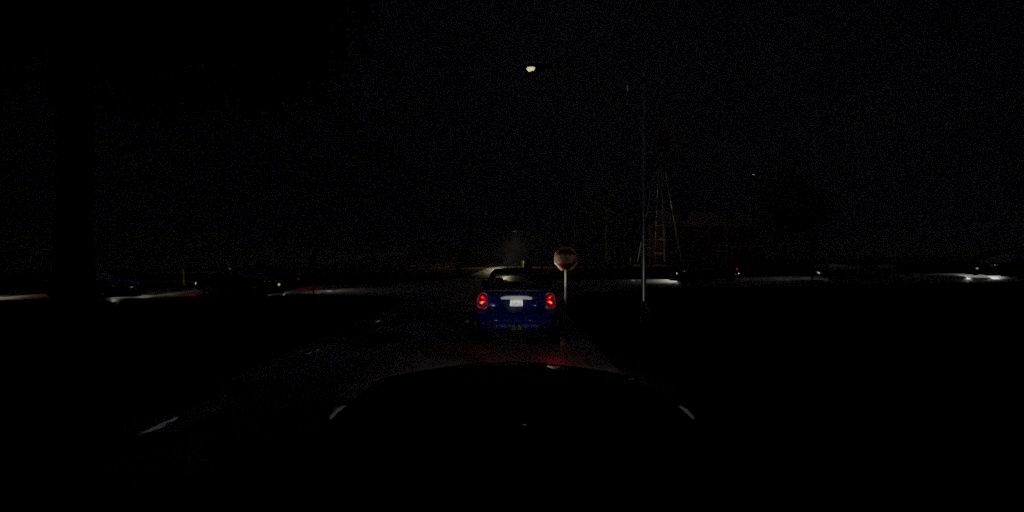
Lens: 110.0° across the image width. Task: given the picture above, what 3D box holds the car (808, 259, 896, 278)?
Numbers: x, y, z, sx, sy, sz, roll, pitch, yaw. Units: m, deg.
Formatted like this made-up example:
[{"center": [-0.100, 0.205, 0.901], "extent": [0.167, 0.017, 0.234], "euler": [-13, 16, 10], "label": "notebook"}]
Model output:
[{"center": [24.064, 0.861, 25.525], "extent": [4.718, 1.301, 1.895], "euler": [-1, 1, 0], "label": "car"}]

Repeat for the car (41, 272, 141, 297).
[{"center": [-26.753, 1.762, 22.878], "extent": [5.008, 1.535, 1.882], "euler": [-1, 1, 1], "label": "car"}]

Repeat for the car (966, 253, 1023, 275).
[{"center": [35.357, 0.554, 25.439], "extent": [4.674, 1.442, 1.812], "euler": [-1, 1, 0], "label": "car"}]

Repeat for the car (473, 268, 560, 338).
[{"center": [0.106, 1.110, 10.393], "extent": [2.097, 1.767, 4.553], "euler": [0, 0, 0], "label": "car"}]

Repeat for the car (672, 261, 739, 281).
[{"center": [13.759, 1.030, 25.590], "extent": [4.181, 1.385, 1.994], "euler": [-1, 1, 0], "label": "car"}]

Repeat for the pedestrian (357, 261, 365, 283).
[{"center": [-12.136, 1.236, 28.760], "extent": [0.375, 1.860, 0.375], "euler": [0, 2, 0], "label": "pedestrian"}]

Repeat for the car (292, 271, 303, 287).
[{"center": [-17.807, 1.549, 25.774], "extent": [5.008, 1.535, 1.882], "euler": [-1, 1, 0], "label": "car"}]

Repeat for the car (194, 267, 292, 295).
[{"center": [-17.281, 1.602, 22.820], "extent": [4.902, 1.511, 2.128], "euler": [-1, 1, 0], "label": "car"}]
